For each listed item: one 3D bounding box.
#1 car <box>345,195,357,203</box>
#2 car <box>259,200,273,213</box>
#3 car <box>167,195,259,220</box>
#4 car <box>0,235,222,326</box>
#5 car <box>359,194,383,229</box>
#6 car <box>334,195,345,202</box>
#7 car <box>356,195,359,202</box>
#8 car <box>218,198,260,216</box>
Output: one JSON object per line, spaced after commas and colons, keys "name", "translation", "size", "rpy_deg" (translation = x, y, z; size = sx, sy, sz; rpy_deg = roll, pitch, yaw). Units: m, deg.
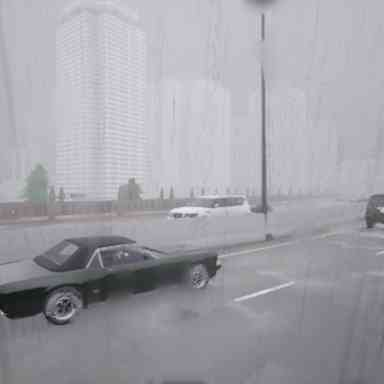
{"name": "car", "translation": [29.737, 1.230, 59.708], "size": [2.128, 1.511, 4.902], "rpy_deg": [0, 0, 38]}
{"name": "car", "translation": [5.144, 1.422, 28.254], "size": [2.128, 1.511, 4.902], "rpy_deg": [0, 0, 40]}
{"name": "car", "translation": [1.146, 1.190, 18.948], "size": [5.566, 2.045, 2.150], "rpy_deg": [-1, 0, -44]}
{"name": "car", "translation": [-1.622, 1.604, 7.123], "size": [4.718, 1.301, 1.895], "rpy_deg": [0, 0, -38]}
{"name": "car", "translation": [12.197, 1.116, 20.093], "size": [2.150, 2.045, 5.566], "rpy_deg": [0, 0, 42]}
{"name": "car", "translation": [29.327, 1.261, 64.899], "size": [2.033, 1.411, 5.357], "rpy_deg": [0, 0, 38]}
{"name": "car", "translation": [26.699, 1.360, 50.100], "size": [1.895, 1.301, 4.718], "rpy_deg": [0, 0, 38]}
{"name": "car", "translation": [4.781, 1.404, 33.263], "size": [1.882, 1.535, 5.008], "rpy_deg": [0, 0, 39]}
